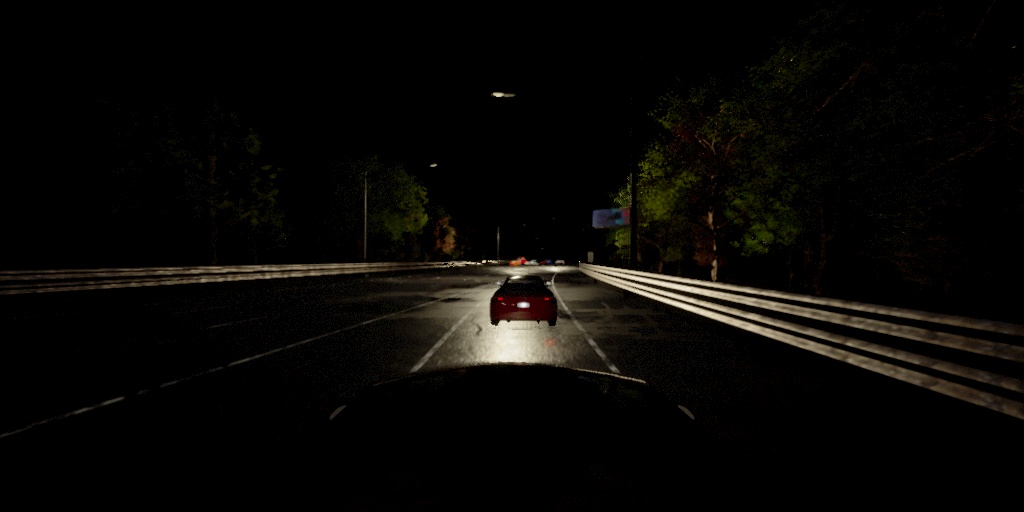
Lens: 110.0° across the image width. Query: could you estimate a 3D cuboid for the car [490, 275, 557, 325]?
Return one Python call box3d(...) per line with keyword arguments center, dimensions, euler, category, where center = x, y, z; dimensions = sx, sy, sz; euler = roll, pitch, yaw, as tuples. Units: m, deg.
box3d(center=(0.390, 1.324, 11.863), dimensions=(1.994, 1.385, 4.181), euler=(0, 0, 2), category="car")
